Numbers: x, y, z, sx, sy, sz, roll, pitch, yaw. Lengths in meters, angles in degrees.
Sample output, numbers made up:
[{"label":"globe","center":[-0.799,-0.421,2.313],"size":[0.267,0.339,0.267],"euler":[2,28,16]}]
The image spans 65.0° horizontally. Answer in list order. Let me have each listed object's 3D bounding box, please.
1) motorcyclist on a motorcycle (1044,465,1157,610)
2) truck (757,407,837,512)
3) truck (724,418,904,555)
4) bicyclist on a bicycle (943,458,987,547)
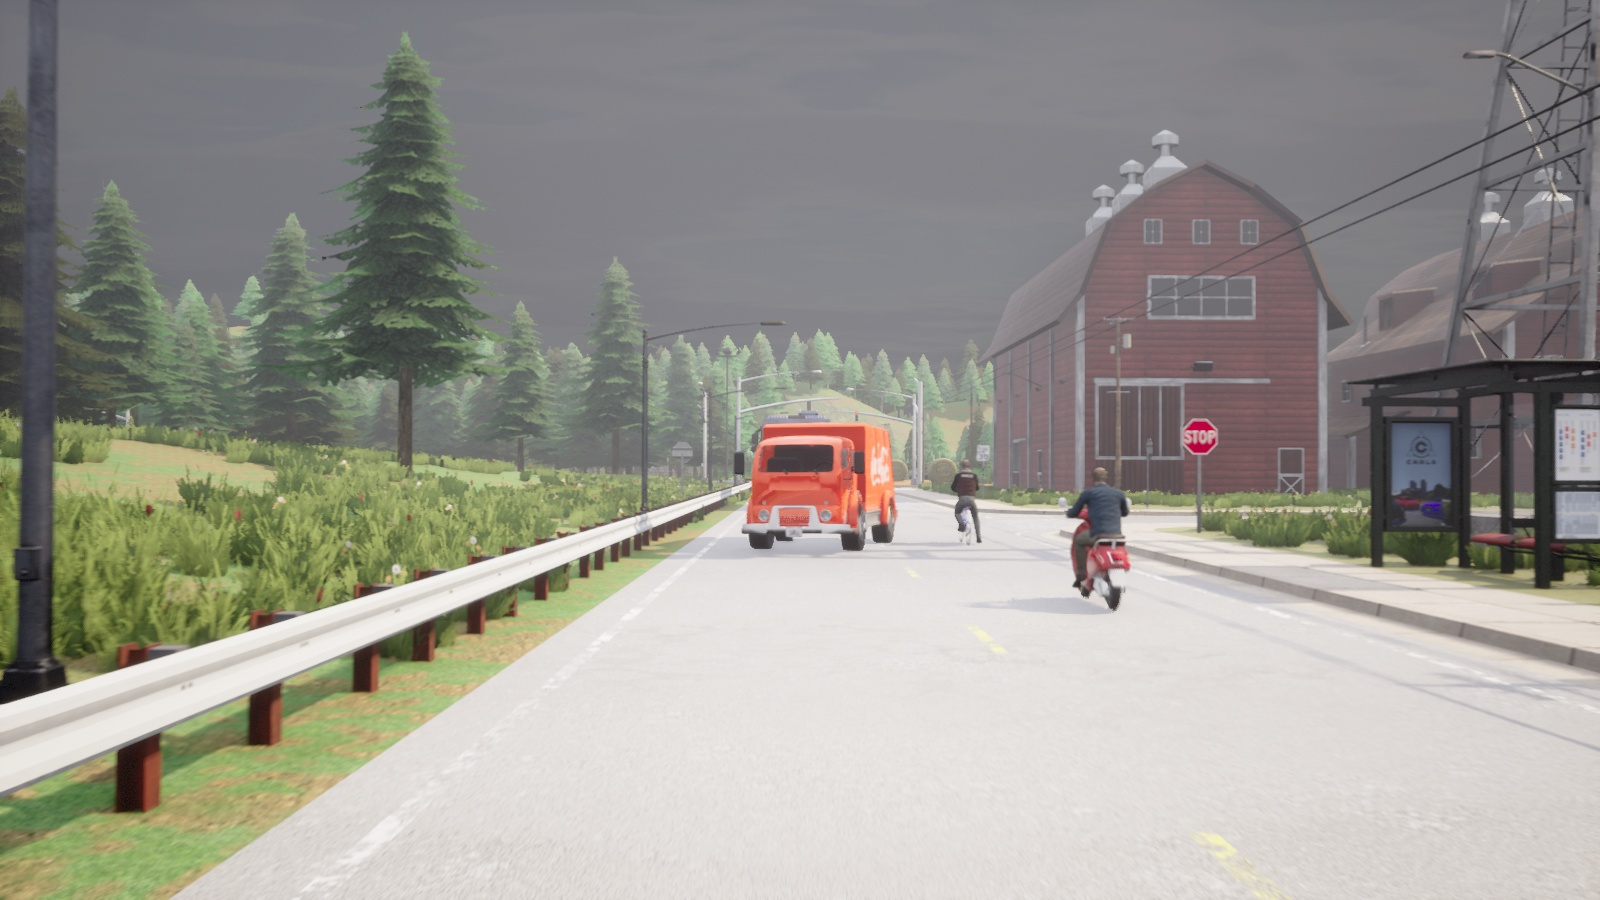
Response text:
[{"label":"motorcyclist on a motorcycle","center":[3.472,0.975,14.681],"size":[0.866,1.590,1.817],"euler":[0,-1,0]},{"label":"truck","center":[-0.124,0.413,50.164],"size":[2.891,3.827,8.468],"euler":[0,-1,0]},{"label":"truck","center":[0.442,0.711,25.459],"size":[2.627,2.467,5.204],"euler":[-1,-1,12]},{"label":"bicyclist on a bicycle","center":[3.437,1.069,26.276],"size":[0.659,1.776,1.843],"euler":[0,-1,0]}]
